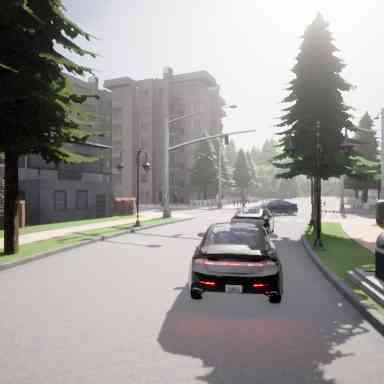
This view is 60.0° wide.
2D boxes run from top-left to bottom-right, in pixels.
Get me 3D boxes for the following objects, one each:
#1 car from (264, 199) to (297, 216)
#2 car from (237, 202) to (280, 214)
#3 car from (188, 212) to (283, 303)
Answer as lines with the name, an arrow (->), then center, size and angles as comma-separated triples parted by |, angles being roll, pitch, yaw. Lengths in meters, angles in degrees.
car -> 7.762, 1.491, 32.351 | 5.008, 1.535, 1.882 | 0, -1, -16
car -> 3.231, 1.491, 17.367 | 2.128, 1.511, 4.902 | 0, 0, 18
car -> 1.104, 1.492, 8.260 | 2.128, 1.511, 4.902 | 0, 0, 9
